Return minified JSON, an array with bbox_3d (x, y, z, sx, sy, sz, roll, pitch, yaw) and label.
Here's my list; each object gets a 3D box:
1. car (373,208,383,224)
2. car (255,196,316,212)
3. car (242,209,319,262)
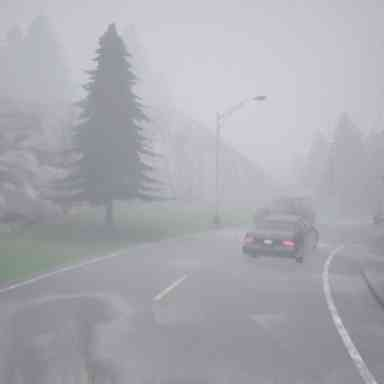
[{"bbox_3d":[15.707,1.779,25.464,4.181,1.385,1.994,1,0,-36],"label":"car"},{"bbox_3d":[6.401,1.327,22.446,2.150,2.045,5.566,0,0,44],"label":"car"},{"bbox_3d":[3.518,1.606,12.512,2.033,1.411,5.357,1,0,28],"label":"car"}]
